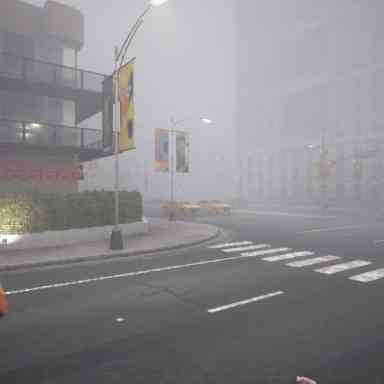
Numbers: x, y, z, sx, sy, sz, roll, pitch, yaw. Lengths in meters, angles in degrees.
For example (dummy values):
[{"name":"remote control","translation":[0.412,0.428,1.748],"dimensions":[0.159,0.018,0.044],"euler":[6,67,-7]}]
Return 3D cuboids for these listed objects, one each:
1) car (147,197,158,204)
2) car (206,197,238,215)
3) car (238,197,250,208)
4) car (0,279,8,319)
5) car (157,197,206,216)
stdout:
[{"name":"car","translation":[-6.207,1.601,59.240],"dimensions":[4.718,1.301,1.895],"euler":[0,0,42]},{"name":"car","translation":[2.025,1.478,34.259],"dimensions":[1.882,1.535,5.008],"euler":[0,0,-35]},{"name":"car","translation":[6.276,1.505,48.487],"dimensions":[1.837,1.490,4.892],"euler":[0,0,-35]},{"name":"car","translation":[-5.193,1.352,4.583],"dimensions":[4.553,1.767,2.097],"euler":[0,0,-36]},{"name":"car","translation":[-1.103,1.478,32.621],"dimensions":[1.882,1.535,5.008],"euler":[0,0,-35]}]
